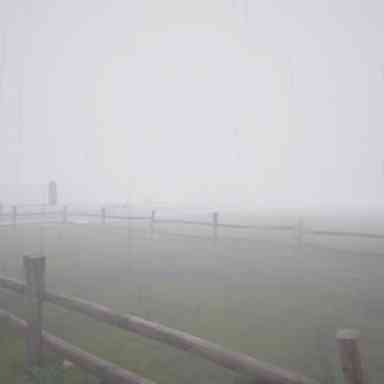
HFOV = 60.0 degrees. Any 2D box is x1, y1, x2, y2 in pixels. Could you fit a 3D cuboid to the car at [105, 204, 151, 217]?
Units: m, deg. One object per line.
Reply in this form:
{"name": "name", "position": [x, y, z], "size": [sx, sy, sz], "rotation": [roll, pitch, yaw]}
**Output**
{"name": "car", "position": [-6.054, 1.737, 31.194], "size": [1.895, 1.301, 4.718], "rotation": [-1, -1, 35]}
